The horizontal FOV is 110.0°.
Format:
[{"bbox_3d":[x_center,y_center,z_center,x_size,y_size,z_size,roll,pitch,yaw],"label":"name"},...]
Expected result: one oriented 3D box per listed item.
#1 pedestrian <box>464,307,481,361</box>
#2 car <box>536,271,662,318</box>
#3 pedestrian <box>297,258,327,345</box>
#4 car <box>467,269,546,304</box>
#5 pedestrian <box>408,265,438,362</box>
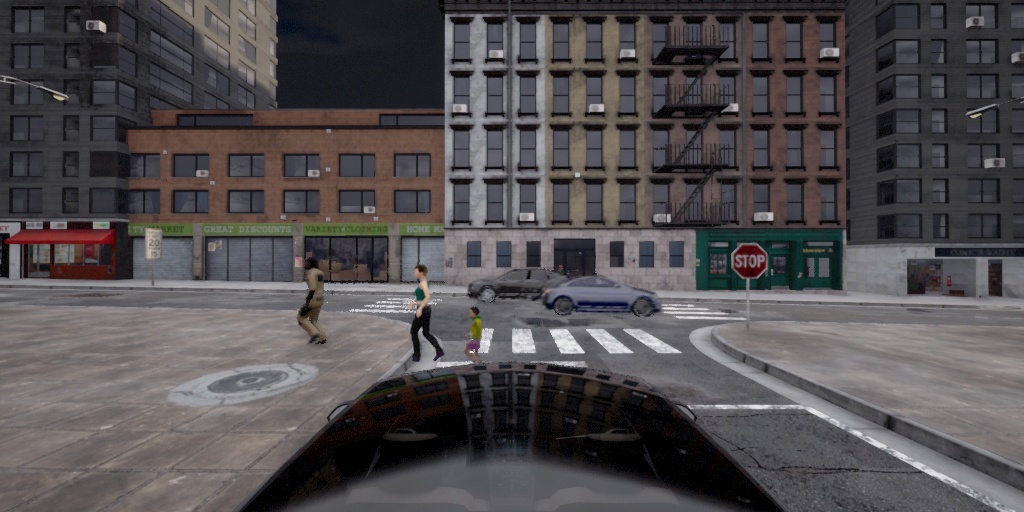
[{"bbox_3d":[-0.578,1.424,6.137,0.500,1.100,0.500,0,0,0],"label":"pedestrian"},{"bbox_3d":[3.133,1.393,12.979,4.181,1.385,1.994,1,-1,0],"label":"car"},{"bbox_3d":[-4.062,0.887,7.335,0.375,1.860,0.375,0,0,0],"label":"pedestrian"},{"bbox_3d":[0.477,1.306,15.936,4.892,1.490,1.837,1,0,0],"label":"car"},{"bbox_3d":[-1.672,1.045,6.736,0.375,1.860,0.375,0,0,0],"label":"pedestrian"}]
